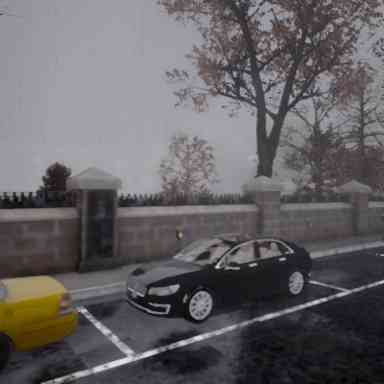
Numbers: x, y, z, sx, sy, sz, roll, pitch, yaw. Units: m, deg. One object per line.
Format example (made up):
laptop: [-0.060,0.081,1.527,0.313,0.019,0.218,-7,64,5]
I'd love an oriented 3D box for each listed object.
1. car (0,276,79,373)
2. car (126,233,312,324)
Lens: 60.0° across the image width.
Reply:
car: [-3.877,1.515,3.799,4.829,1.417,1.752,1,-1,-35]
car: [0.768,1.593,7.111,4.403,1.369,2.008,1,-1,-35]
